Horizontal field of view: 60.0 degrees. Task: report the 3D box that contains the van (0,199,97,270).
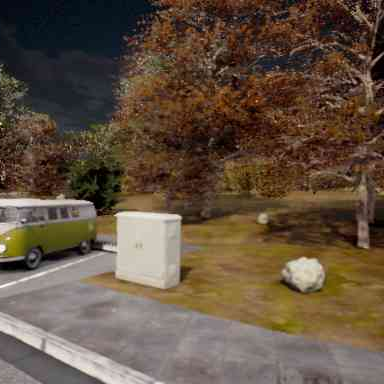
[{"bbox_3d":[-4.985,1.253,10.869,1.878,1.987,4.442,1,-1,16],"label":"van"}]
